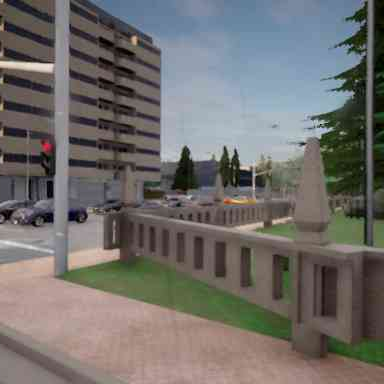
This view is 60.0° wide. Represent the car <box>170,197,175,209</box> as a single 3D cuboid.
[{"bbox_3d":[-1.677,1.332,38.263,1.812,1.442,4.674,1,0,35],"label":"car"}]

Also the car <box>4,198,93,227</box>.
[{"bbox_3d":[-9.084,1.204,21.421,2.097,1.767,4.553,1,0,35],"label":"car"}]

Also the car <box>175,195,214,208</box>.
[{"bbox_3d":[0.680,1.193,35.533,2.097,1.767,4.553,1,0,35],"label":"car"}]

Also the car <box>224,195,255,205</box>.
[{"bbox_3d":[6.632,1.313,44.093,1.882,1.535,5.008,1,0,35],"label":"car"}]

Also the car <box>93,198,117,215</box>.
[{"bbox_3d":[-6.930,1.317,30.693,1.837,1.490,4.892,1,0,35],"label":"car"}]

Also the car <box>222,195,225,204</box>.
[{"bbox_3d":[3.900,1.152,46.292,2.097,1.767,4.553,1,0,35],"label":"car"}]

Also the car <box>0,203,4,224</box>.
[{"bbox_3d":[-12.171,1.322,23.112,1.837,1.490,4.892,1,0,35],"label":"car"}]

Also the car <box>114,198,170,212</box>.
[{"bbox_3d":[-4.177,1.411,28.515,1.994,1.385,4.181,1,0,35],"label":"car"}]
